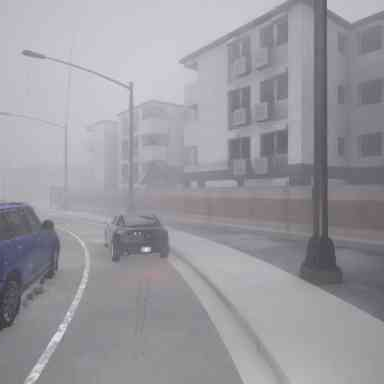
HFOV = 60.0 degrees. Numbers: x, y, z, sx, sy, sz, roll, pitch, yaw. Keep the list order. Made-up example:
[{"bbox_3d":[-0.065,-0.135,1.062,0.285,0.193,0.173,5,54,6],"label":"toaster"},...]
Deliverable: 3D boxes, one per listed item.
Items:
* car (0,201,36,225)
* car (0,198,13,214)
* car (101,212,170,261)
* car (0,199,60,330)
[{"bbox_3d":[-13.170,1.478,24.969,1.882,1.535,5.008,0,0,-34],"label":"car"},{"bbox_3d":[-20.369,1.478,35.234,1.882,1.535,5.008,0,0,-35],"label":"car"},{"bbox_3d":[-2.189,1.504,12.417,1.837,1.490,4.892,0,0,-19],"label":"car"},{"bbox_3d":[-4.308,1.223,6.824,2.150,2.045,5.566,0,0,-11],"label":"car"}]
